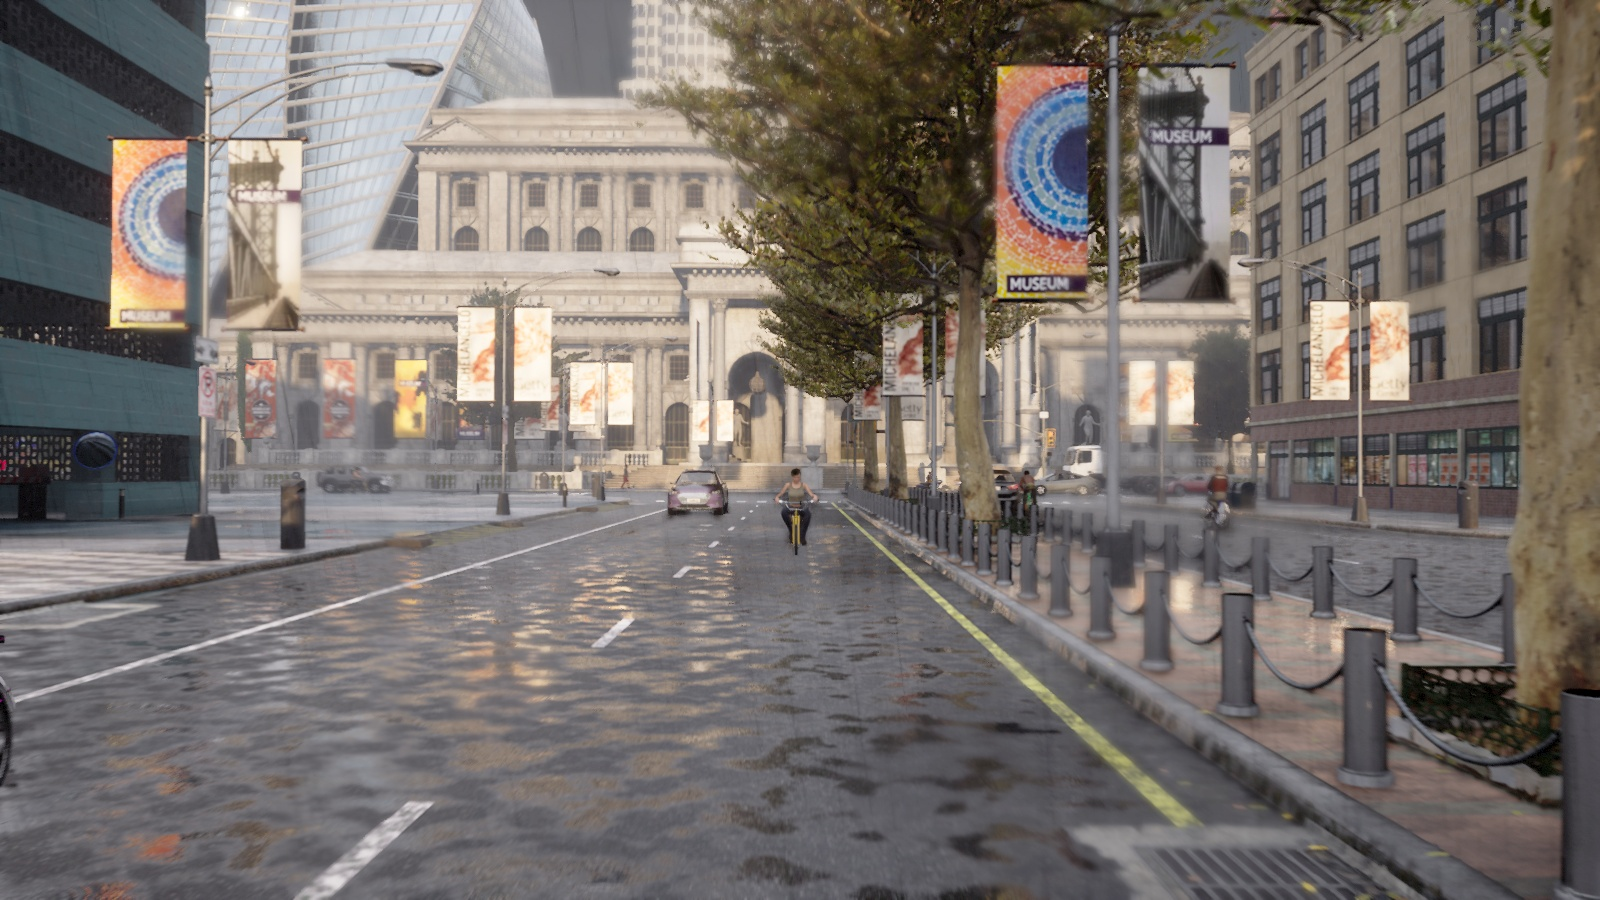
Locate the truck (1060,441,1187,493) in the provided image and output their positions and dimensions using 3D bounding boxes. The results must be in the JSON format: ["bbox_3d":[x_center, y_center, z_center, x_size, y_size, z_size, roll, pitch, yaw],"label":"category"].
[{"bbox_3d":[22.090,1.186,86.094,7.936,3.462,2.891,0,-1,0],"label":"truck"}]

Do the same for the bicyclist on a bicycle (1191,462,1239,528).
[{"bbox_3d":[11.483,1.221,34.775,0.659,1.776,1.843,0,-1,-2],"label":"bicyclist on a bicycle"}]

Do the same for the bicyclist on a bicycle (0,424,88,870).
[{"bbox_3d":[-3.512,0.778,4.685,0.659,1.776,1.843,0,-1,0],"label":"bicyclist on a bicycle"}]

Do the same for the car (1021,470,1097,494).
[{"bbox_3d":[16.982,2.074,82.442,4.514,1.525,2.007,0,-1,-3],"label":"car"}]

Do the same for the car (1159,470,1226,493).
[{"bbox_3d":[25.786,2.059,82.572,3.806,1.475,1.970,0,-1,0],"label":"car"}]

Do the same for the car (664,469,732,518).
[{"bbox_3d":[-3.611,1.512,45.134,2.033,1.649,4.856,0,-1,0],"label":"car"}]

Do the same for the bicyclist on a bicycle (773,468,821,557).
[{"bbox_3d":[-0.063,1.145,23.503,0.866,1.612,1.509,0,-1,0],"label":"bicyclist on a bicycle"}]

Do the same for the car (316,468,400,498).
[{"bbox_3d":[-27.809,2.068,79.152,4.605,1.855,1.932,0,-1,0],"label":"car"}]

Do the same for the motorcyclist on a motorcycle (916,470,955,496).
[{"bbox_3d":[8.522,2.055,79.101,2.350,1.649,0.766,0,-1,0],"label":"motorcyclist on a motorcycle"}]

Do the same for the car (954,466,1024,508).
[{"bbox_3d":[7.869,1.509,52.669,2.242,1.667,4.611,0,-1,0],"label":"car"}]
